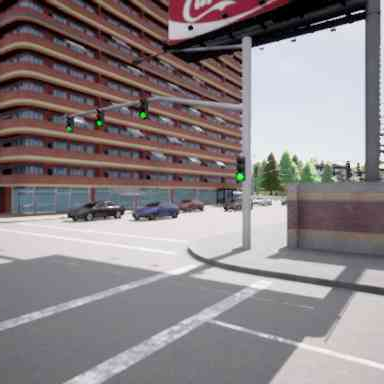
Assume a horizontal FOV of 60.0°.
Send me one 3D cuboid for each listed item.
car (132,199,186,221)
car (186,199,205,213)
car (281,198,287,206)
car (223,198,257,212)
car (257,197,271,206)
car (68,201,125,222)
[{"bbox_3d":[-2.843,1.518,27.374,1.812,1.442,4.674,0,0,35],"label":"car"},{"bbox_3d":[-0.330,1.517,37.003,1.812,1.442,4.674,0,0,35],"label":"car"},{"bbox_3d":[16.008,1.564,53.905,1.812,1.442,4.674,0,0,35],"label":"car"},{"bbox_3d":[5.429,1.497,39.104,1.837,1.490,4.892,0,0,35],"label":"car"},{"bbox_3d":[11.134,1.517,53.127,1.812,1.442,4.674,0,0,36],"label":"car"},{"bbox_3d":[-7.590,1.496,26.757,1.837,1.490,4.892,0,0,35],"label":"car"}]
